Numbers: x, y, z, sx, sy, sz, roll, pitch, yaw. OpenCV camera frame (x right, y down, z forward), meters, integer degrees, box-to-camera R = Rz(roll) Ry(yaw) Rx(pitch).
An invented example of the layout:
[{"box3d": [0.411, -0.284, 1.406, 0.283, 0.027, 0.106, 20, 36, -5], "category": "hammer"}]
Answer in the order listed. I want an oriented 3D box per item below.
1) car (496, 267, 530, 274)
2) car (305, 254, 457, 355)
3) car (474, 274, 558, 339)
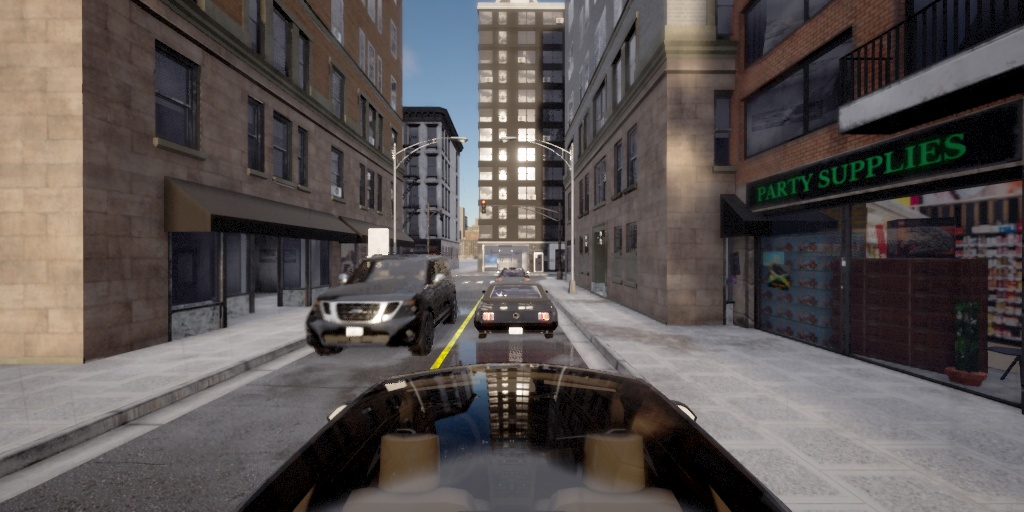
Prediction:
[{"box3d": [0.066, 1.314, 20.032, 1.994, 1.385, 4.181, 0, 0, 0], "category": "car"}, {"box3d": [-2.758, 0.972, 9.025, 2.150, 2.045, 5.566, 0, 0, 0], "category": "car"}, {"box3d": [0.088, 1.351, 10.064, 1.895, 1.301, 4.718, 0, 0, 0], "category": "car"}]
